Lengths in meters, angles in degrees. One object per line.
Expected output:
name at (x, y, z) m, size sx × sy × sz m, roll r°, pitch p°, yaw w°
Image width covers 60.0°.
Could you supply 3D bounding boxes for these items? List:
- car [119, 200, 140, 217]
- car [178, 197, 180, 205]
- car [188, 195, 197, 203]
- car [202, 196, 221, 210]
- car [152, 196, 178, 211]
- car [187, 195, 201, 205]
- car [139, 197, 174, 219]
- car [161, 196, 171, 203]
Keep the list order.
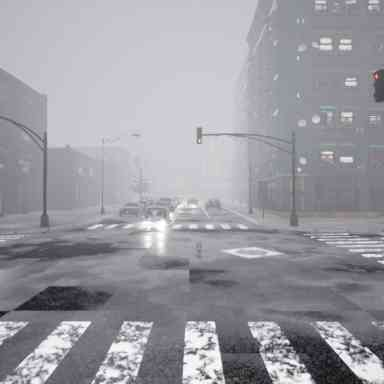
car at (-5.726, 1.566, 31.718) m, size 1.887 × 1.381 × 4.507 m, roll 1°, pitch 0°, yaw 0°
car at (-3.050, 1.557, 47.879) m, size 1.812 × 1.442 × 4.674 m, roll 0°, pitch 0°, yaw 0°
car at (0.141, 1.525, 69.933) m, size 1.882 × 1.535 × 5.008 m, roll 0°, pitch 0°, yaw 0°
car at (2.743, 1.468, 43.141) m, size 1.967 × 1.590 × 4.097 m, roll 1°, pitch 0°, yaw 0°
car at (-3.062, 1.378, 38.884) m, size 2.097 × 1.767 × 4.553 m, roll 0°, pitch 0°, yaw 0°
car at (0.147, 1.604, 59.967) m, size 1.994 × 1.385 × 4.181 m, roll 0°, pitch 0°, yaw 0°
car at (-3.072, 1.511, 29.865) m, size 2.128 × 1.511 × 4.902 m, roll 0°, pitch 0°, yaw 0°
car at (-5.615, 1.630, 71.520) m, size 1.802 × 1.307 × 4.206 m, roll 1°, pitch 0°, yaw 0°
